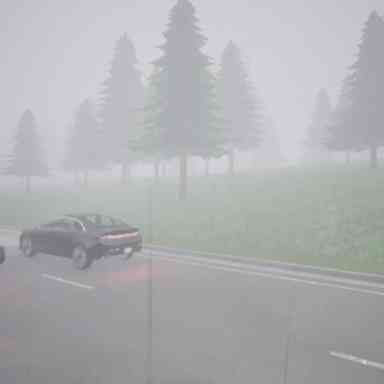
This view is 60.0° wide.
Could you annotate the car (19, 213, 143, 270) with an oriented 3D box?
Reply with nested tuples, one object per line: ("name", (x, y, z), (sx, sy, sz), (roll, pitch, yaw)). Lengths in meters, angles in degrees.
("car", (-3.797, 1.449, 10.970), (4.902, 1.511, 2.128), (0, 0, 36))

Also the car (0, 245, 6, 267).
("car", (-7.084, 1.552, 9.026), (4.718, 1.301, 1.895), (0, 0, 36))
